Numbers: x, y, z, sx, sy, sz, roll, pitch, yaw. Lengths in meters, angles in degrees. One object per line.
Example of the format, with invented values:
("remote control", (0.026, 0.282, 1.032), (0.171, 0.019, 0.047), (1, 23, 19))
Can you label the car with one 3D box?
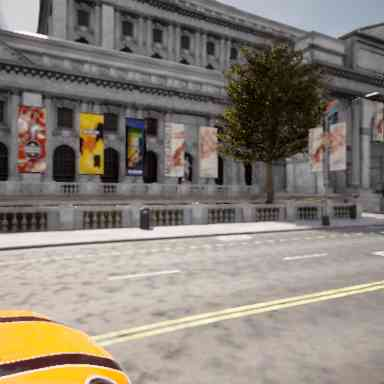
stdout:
("car", (-2.487, 1.340, 1.650), (4.553, 1.767, 2.097), (0, 0, -37))
